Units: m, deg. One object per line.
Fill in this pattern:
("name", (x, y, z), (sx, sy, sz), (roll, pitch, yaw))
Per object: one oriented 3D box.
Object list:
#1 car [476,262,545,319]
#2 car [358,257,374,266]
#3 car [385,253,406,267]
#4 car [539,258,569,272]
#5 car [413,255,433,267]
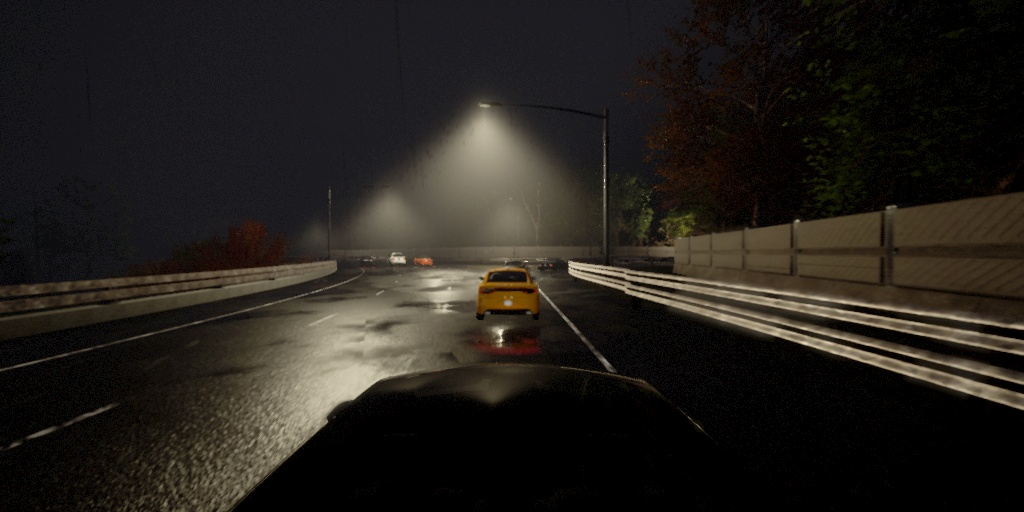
("car", (-0.139, 1.136, 12.452), (1.882, 1.535, 5.008), (0, 1, -1))
("car", (-23.153, 0.840, 56.827), (2.128, 1.511, 4.902), (0, 1, -32))
("car", (-17.873, 0.570, 54.886), (2.150, 2.045, 5.566), (0, 1, -30))
("car", (4.623, 0.967, 38.623), (2.033, 1.411, 5.357), (0, 1, 29))
("car", (-13.503, 0.695, 54.097), (2.097, 1.767, 4.553), (-1, 1, -28))
